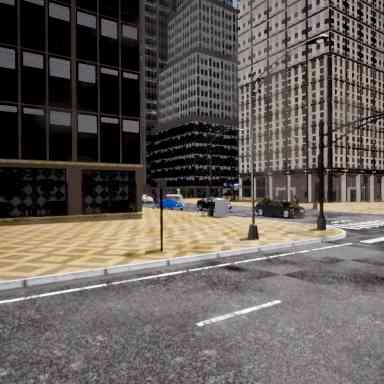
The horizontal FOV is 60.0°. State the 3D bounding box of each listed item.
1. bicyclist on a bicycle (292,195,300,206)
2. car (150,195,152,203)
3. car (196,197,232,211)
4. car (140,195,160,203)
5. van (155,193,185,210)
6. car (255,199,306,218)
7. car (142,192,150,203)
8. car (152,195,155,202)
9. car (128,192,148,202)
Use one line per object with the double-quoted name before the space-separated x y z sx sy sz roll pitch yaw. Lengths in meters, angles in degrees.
"bicyclist on a bicycle" 11.987 1.119 38.432 1.656 1.620 0.582 -1 1 -34
"car" -4.755 1.036 57.975 2.192 1.841 5.009 0 0 -34
"car" 2.407 1.362 37.015 2.128 1.511 4.902 -1 1 -34
"car" -7.855 1.239 62.567 1.887 1.381 4.507 0 0 -34
"van" -2.401 1.211 39.514 1.690 1.788 3.998 0 0 -34
"car" 7.679 1.420 29.205 1.837 1.490 4.892 -1 1 -34
"car" -8.578 1.254 59.002 1.812 1.442 4.674 -1 1 -34
"car" -3.242 1.349 45.395 1.812 1.442 4.674 -1 1 -34
"car" -10.955 0.982 67.157 2.192 1.841 5.009 0 0 -34
